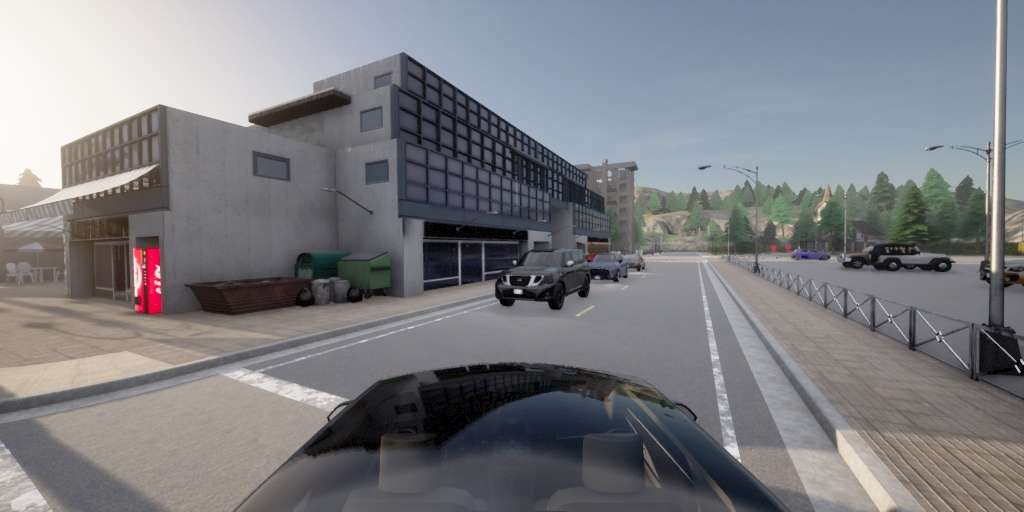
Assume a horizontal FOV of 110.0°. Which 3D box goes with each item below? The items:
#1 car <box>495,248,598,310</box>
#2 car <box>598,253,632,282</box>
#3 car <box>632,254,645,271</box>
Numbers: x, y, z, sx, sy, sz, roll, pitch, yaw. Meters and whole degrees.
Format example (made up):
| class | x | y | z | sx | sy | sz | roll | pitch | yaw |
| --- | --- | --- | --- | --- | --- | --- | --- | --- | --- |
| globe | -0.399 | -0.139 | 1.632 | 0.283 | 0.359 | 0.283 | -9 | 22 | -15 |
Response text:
| class | x | y | z | sx | sy | sz | roll | pitch | yaw |
| --- | --- | --- | --- | --- | --- | --- | --- | --- | --- |
| car | 1.447 | 0.720 | 13.872 | 2.150 | 2.045 | 5.566 | 0 | 1 | 27 |
| car | 5.932 | 0.611 | 22.627 | 2.097 | 1.767 | 4.553 | 0 | 1 | 27 |
| car | 10.602 | 0.535 | 31.731 | 1.812 | 1.442 | 4.674 | 0 | 1 | 27 |
